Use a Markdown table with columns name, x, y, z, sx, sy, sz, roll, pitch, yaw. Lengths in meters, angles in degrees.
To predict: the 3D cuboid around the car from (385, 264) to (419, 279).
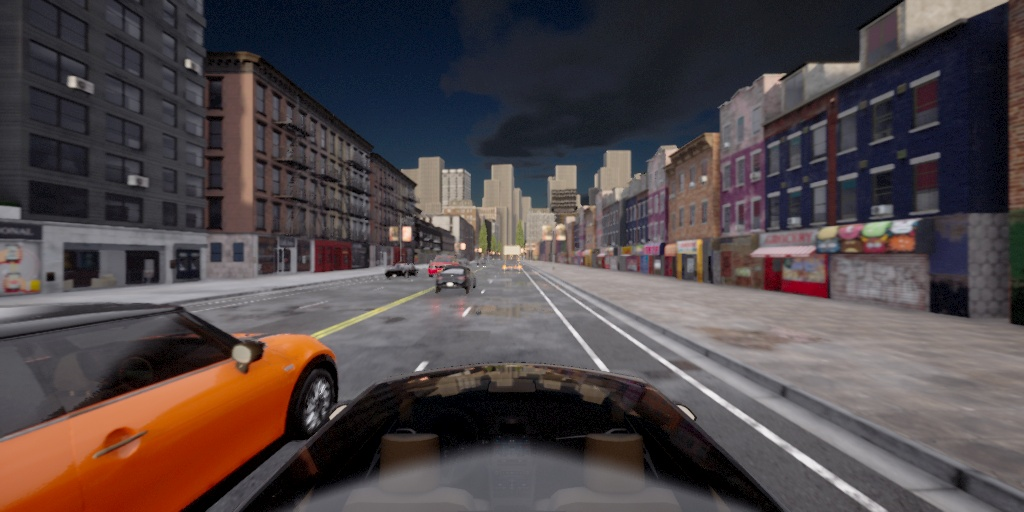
| name | x | y | z | sx | sy | sz | roll | pitch | yaw |
| --- | --- | --- | --- | --- | --- | --- | --- | --- | --- |
| car | -9.838 | 1.357 | 32.260 | 1.895 | 1.301 | 4.718 | 0 | 0 | 0 |

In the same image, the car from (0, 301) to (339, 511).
| name | x | y | z | sx | sy | sz | roll | pitch | yaw |
| --- | --- | --- | --- | --- | --- | --- | --- | --- | --- |
| car | -3.153 | 1.102 | 2.530 | 2.097 | 1.767 | 4.553 | 0 | 0 | 0 |

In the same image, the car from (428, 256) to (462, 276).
| name | x | y | z | sx | sy | sz | roll | pitch | yaw |
| --- | --- | --- | --- | --- | --- | --- | --- | --- | --- |
| car | -6.581 | 0.980 | 34.835 | 2.150 | 2.045 | 5.566 | 0 | 0 | 0 |

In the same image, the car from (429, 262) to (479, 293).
| name | x | y | z | sx | sy | sz | roll | pitch | yaw |
| --- | --- | --- | --- | --- | --- | --- | --- | --- | --- |
| car | -3.147 | 1.274 | 20.492 | 1.812 | 1.442 | 4.674 | 0 | 0 | 0 |

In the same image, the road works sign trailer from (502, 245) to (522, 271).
| name | x | y | z | sx | sy | sz | roll | pitch | yaw |
| --- | --- | --- | --- | --- | --- | --- | --- | --- | --- |
| road works sign trailer | 0.012 | 0.250 | 48.732 | 2.380 | 3.560 | 2.880 | 0 | 0 | 0 |
